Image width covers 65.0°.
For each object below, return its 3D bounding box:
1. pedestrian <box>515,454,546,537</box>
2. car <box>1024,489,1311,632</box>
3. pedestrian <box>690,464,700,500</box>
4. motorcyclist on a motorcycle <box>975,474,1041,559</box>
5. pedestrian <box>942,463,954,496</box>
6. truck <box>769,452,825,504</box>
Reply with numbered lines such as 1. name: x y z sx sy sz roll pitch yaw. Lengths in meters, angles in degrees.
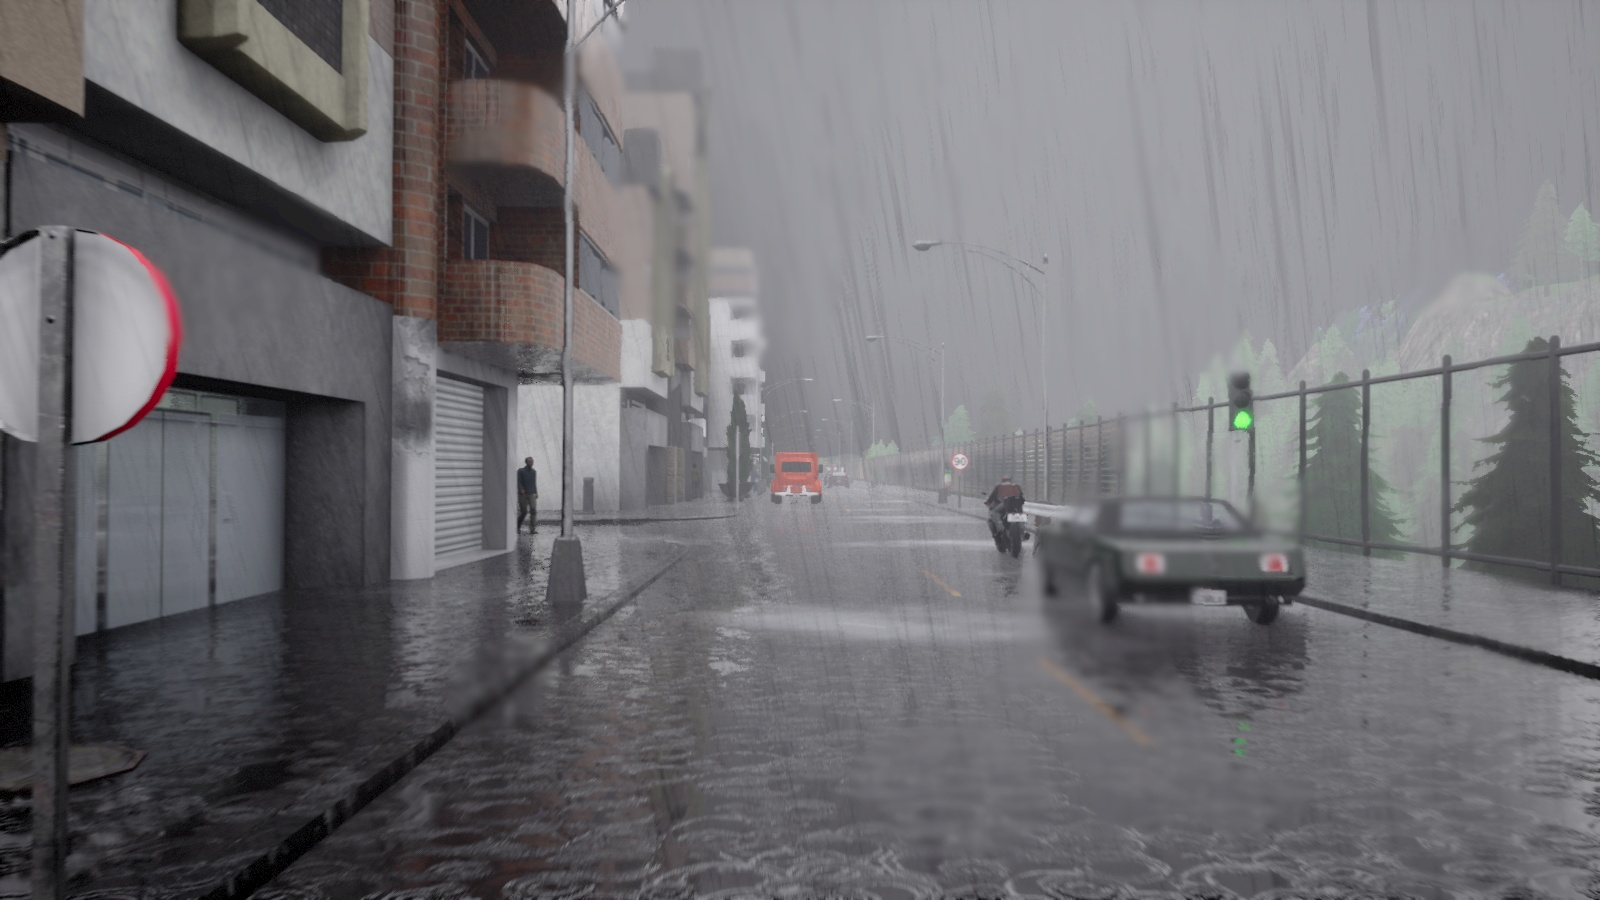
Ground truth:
1. pedestrian: -6.127 1.025 28.533 0.402 1.842 0.726 1 -1 -39
2. car: 3.963 1.141 14.458 1.895 1.301 4.718 0 -1 0
3. pedestrian: -5.351 1.620 64.186 0.431 1.840 0.709 0 -1 0
4. motorcyclist on a motorcycle: 3.939 1.235 23.948 0.866 1.530 2.191 0 -1 0
5. pedestrian: 8.729 1.728 73.981 0.659 1.952 0.873 0 -1 3
6. truck: -0.166 1.362 61.720 2.627 2.467 5.204 0 -1 0
